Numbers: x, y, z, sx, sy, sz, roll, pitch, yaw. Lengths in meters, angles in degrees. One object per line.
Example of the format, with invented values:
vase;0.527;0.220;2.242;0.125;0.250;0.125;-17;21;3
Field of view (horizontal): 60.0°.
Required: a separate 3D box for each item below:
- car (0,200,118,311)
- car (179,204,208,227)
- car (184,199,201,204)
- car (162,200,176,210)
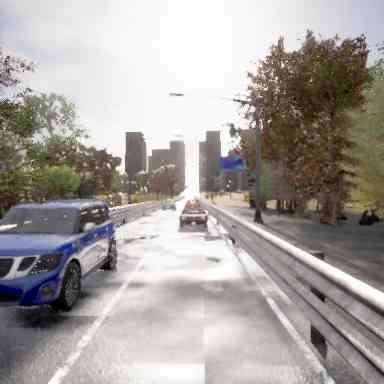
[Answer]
car;-3.352;1.240;8.132;2.150;2.045;5.566;0;0;0
car;0.097;1.729;23.465;1.895;1.301;4.718;0;-1;0
car;0.094;1.686;42.161;2.097;1.767;4.553;0;-1;0
car;-3.334;1.904;49.229;2.128;1.511;4.902;0;-1;0
